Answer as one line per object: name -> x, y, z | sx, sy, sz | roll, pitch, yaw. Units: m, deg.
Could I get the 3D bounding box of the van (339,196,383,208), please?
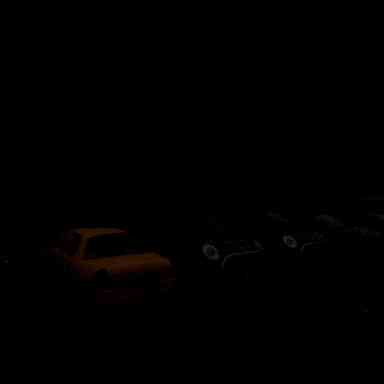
van -> 8.976, 1.264, 15.990 | 1.878, 1.987, 4.442 | 0, 0, -35

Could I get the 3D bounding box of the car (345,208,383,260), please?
car -> 4.520, 1.486, 12.676 | 2.097, 1.535, 5.008 | 0, 0, -36

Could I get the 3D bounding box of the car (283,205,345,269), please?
car -> 2.245, 1.359, 11.084 | 2.185, 1.767, 4.553 | 0, 0, -35

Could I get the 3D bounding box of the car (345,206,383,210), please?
car -> 6.785, 1.528, 14.281 | 2.002, 1.452, 4.674 | 0, 0, -35

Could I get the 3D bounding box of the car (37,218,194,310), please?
car -> -2.365, 1.478, 7.986 | 1.946, 1.575, 5.366 | 0, 0, -35

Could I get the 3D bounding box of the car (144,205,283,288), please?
car -> -0.015, 1.357, 9.472 | 2.185, 1.767, 4.553 | 0, 0, -35
